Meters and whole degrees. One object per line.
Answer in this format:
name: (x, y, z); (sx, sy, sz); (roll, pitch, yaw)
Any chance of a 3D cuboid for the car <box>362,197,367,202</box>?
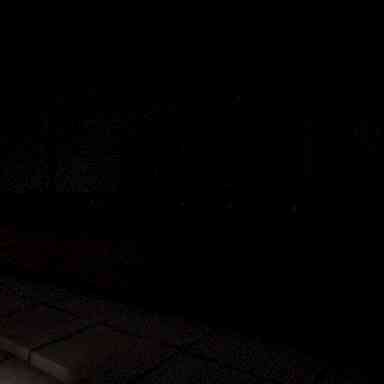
car: (21.133, 1.374, 41.026); (4.193, 1.474, 1.816); (-1, -6, 34)
